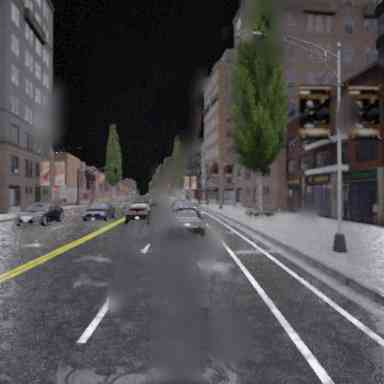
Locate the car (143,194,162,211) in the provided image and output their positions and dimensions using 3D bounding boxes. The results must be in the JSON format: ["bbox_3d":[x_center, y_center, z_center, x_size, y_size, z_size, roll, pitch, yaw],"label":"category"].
[{"bbox_3d":[-4.932,1.275,41.239,2.150,2.045,5.566,0,0,-5],"label":"car"}]

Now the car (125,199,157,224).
[{"bbox_3d":[-3.877,1.529,25.181,1.837,1.490,4.892,0,0,-3],"label":"car"}]

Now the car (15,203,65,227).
[{"bbox_3d":[-10.431,1.517,23.105,2.128,1.511,4.902,0,0,-2],"label":"car"}]

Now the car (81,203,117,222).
[{"bbox_3d":[-7.338,1.576,26.891,2.033,1.411,5.357,0,0,-3],"label":"car"}]

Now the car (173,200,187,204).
[{"bbox_3d":[-1.308,1.590,36.476,2.033,1.411,5.357,0,0,-4],"label":"car"}]

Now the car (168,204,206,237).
[{"bbox_3d":[-0.300,1.577,18.263,1.994,1.385,4.181,0,0,-2],"label":"car"}]
